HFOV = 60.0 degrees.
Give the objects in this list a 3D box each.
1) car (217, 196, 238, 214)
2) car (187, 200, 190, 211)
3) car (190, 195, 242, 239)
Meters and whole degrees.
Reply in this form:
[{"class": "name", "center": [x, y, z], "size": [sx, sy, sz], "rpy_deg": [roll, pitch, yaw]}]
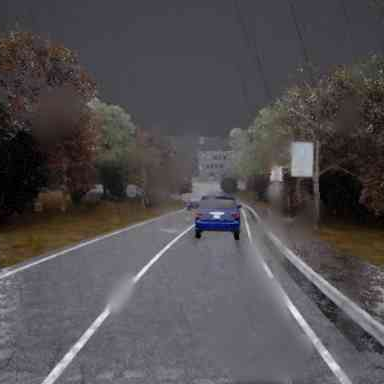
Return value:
[{"class": "car", "center": [3.843, 1.303, 35.574], "size": [2.097, 1.767, 4.553], "rpy_deg": [1, 0, 8]}, {"class": "car", "center": [0.570, 1.373, 39.668], "size": [1.882, 1.535, 5.008], "rpy_deg": [1, 0, 6]}, {"class": "car", "center": [1.434, 1.200, 17.598], "size": [2.150, 2.045, 5.566], "rpy_deg": [1, 0, 7]}]
